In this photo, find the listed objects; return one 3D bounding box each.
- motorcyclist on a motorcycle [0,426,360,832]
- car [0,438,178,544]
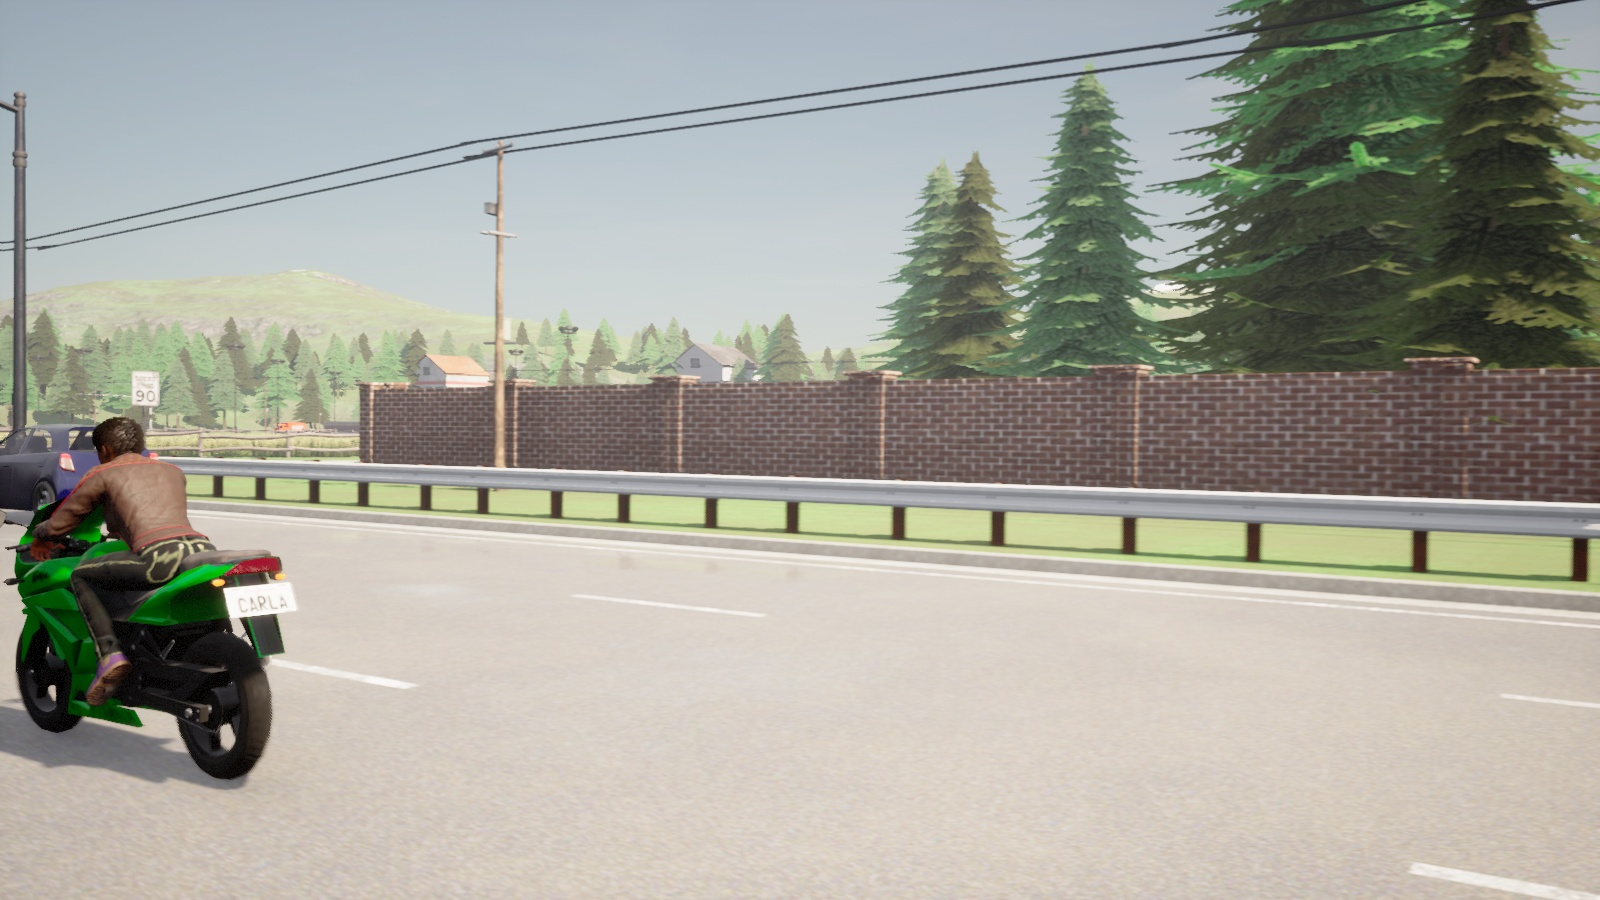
[{"bbox_3d":[-2.958,0.664,5.588,2.044,1.523,0.797,0,1,34],"label":"motorcyclist on a motorcycle"},{"bbox_3d":[-11.739,0.581,19.825,3.633,1.501,1.845,0,1,34],"label":"car"}]
